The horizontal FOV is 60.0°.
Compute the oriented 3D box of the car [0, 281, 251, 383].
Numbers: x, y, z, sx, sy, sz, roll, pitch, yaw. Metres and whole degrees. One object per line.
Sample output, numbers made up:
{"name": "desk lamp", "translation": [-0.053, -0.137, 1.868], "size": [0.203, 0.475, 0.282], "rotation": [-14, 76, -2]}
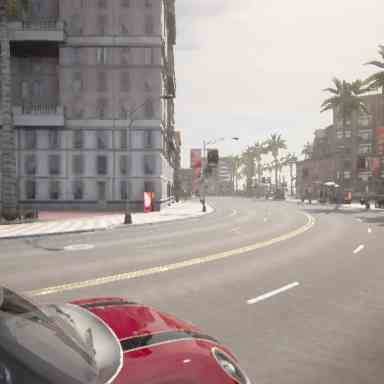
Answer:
{"name": "car", "translation": [-1.680, 1.344, 2.080], "size": [4.553, 1.767, 2.097], "rotation": [0, 0, -36]}
